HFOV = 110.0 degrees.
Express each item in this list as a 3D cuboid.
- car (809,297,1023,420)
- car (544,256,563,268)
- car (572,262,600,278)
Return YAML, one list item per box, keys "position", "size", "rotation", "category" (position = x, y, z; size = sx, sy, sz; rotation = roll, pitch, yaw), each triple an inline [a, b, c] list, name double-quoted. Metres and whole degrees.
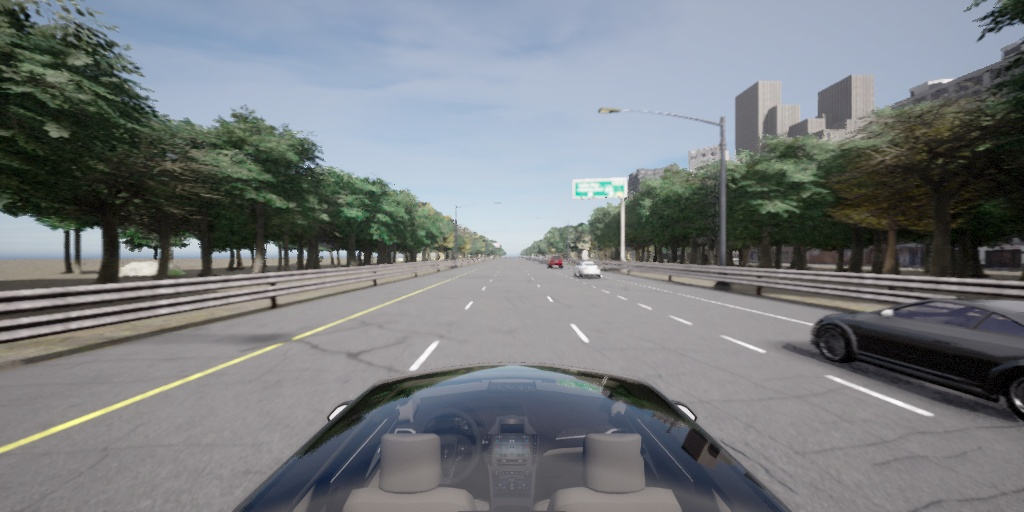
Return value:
- position: [7.001, 1.319, 5.502]
  size: [1.994, 1.385, 4.181]
  rotation: [0, 0, 0]
  category: "car"
- position: [7.138, 0.946, 59.954]
  size: [2.150, 2.045, 5.566]
  rotation: [0, 0, 0]
  category: "car"
- position: [7.057, 1.268, 33.939]
  size: [1.812, 1.442, 4.674]
  rotation: [0, 0, 0]
  category: "car"
